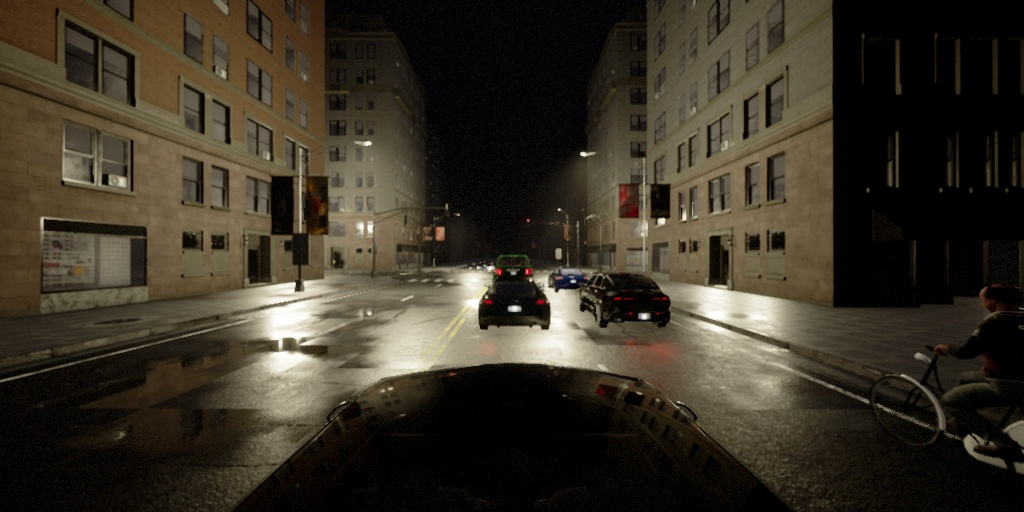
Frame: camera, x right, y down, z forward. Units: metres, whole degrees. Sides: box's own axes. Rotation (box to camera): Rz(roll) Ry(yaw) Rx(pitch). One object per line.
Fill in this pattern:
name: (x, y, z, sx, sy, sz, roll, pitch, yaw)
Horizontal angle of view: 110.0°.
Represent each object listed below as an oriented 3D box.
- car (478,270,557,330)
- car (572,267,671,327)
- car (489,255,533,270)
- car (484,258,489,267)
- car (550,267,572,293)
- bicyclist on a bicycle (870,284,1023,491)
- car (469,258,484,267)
car: (0.078, 1.307, 11.081, 1.994, 1.385, 4.181, 0, 0, 0)
car: (3.328, 1.250, 11.441, 1.837, 1.490, 4.892, 0, 0, 0)
car: (0.065, 0.961, 20.629, 2.150, 2.045, 5.566, 0, 0, 0)
car: (-3.417, 1.213, 64.953, 2.128, 1.511, 4.902, 0, 0, 0)
car: (3.214, 1.303, 20.781, 1.994, 1.385, 4.181, 0, 0, 0)
bicyclist on a bicycle: (4.139, 1.119, 3.237, 0.659, 1.776, 1.843, 0, 1, 0)
car: (-6.667, 1.248, 64.835, 1.812, 1.442, 4.674, 0, 0, 0)
